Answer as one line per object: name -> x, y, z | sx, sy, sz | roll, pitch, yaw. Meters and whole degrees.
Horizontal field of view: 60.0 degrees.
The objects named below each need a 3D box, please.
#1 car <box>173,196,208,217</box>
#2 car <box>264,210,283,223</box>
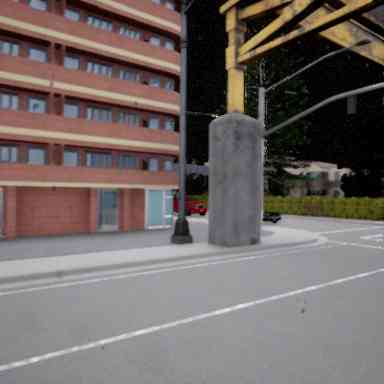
car -> -0.641, 1.454, 35.335 | 2.150, 2.045, 5.566 | 1, 0, -35
car -> 5.066, 1.834, 27.252 | 1.895, 1.301, 4.718 | 1, 0, -35
